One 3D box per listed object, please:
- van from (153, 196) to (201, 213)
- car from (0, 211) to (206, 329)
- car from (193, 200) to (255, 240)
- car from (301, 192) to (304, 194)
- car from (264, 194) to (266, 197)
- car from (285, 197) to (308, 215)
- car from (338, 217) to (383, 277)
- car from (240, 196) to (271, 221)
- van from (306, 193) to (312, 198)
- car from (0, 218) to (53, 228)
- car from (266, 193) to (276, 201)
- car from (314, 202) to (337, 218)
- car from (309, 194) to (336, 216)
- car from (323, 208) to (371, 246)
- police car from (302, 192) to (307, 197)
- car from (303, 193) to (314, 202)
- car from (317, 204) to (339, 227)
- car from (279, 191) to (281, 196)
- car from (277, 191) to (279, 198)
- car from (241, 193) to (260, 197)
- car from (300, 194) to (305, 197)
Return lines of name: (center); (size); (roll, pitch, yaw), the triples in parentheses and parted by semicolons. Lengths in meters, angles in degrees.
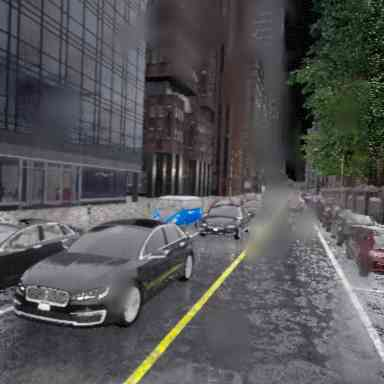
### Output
van: (-0.673, 1.108, 17.878); (1.690, 1.788, 3.998); (2, 1, 18)
car: (-1.336, 1.373, 6.993); (1.837, 1.490, 4.892); (3, 1, 18)
car: (1.774, 1.389, 16.798); (1.837, 1.490, 4.892); (3, 1, 18)
car: (25.822, 1.255, 73.243); (2.192, 1.841, 5.009); (3, 1, 18)
car: (9.344, 1.141, 49.479); (1.967, 1.590, 4.097); (3, 1, 18)
car: (10.952, 1.568, 35.314); (1.994, 1.385, 4.181); (3, 1, 18)
car: (5.772, 1.718, 10.050); (1.802, 1.307, 4.206); (2, 1, 18)
car: (4.913, 1.388, 26.671); (1.837, 1.490, 4.892); (3, 1, 18)
van: (17.471, 1.418, 46.914); (1.690, 1.788, 3.998); (3, 1, 18)
car: (-4.019, 1.301, 7.346); (2.008, 1.369, 4.403); (2, 1, 18)
car: (16.019, 1.145, 70.544); (2.008, 1.369, 4.403); (3, 1, 18)
car: (10.780, 1.722, 25.852); (1.802, 1.307, 4.206); (2, 1, 18)
car: (12.461, 1.446, 31.115); (2.192, 1.841, 5.009); (3, 1, 18)
car: (7.442, 1.693, 15.317); (2.008, 1.369, 4.403); (2, 1, 18)
police car: (20.846, 1.426, 58.885); (1.930, 1.638, 5.238); (3, 1, 18)
car: (27.492, 1.223, 78.509); (2.192, 1.841, 5.009); (3, 1, 18)
car: (9.109, 1.709, 20.585); (1.947, 1.339, 4.313); (2, 1, 18)
car: (22.699, 1.029, 91.606); (1.947, 1.339, 4.313); (3, 1, 18)
car: (19.364, 0.972, 81.074); (1.967, 1.590, 4.097); (3, 1, 18)
car: (7.679, 1.040, 44.212); (2.192, 1.841, 5.009); (3, 1, 18)
car: (14.722, 1.436, 47.272); (1.882, 1.535, 5.008); (3, 1, 18)
